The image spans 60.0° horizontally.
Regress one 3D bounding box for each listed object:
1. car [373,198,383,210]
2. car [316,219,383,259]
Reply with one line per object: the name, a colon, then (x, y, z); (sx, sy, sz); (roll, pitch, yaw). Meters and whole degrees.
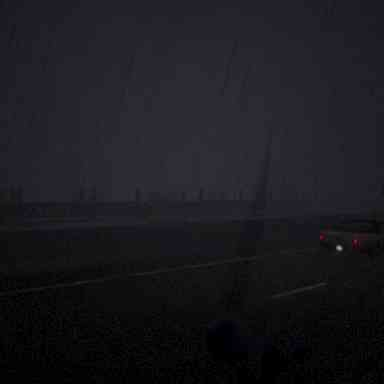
car: (30.070, 2.124, 52.475); (1.812, 1.442, 4.674); (0, 0, 37)
car: (7.109, 1.747, 13.232); (4.718, 1.301, 1.895); (1, 0, -35)
